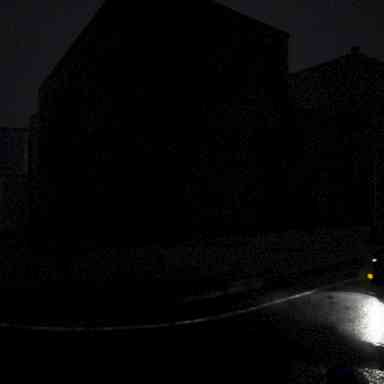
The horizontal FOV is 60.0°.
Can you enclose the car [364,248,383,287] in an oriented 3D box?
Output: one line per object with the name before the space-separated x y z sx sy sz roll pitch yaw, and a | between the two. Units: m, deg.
car | 5.971 1.547 7.900 4.181 1.385 1.994 0 0 -35
